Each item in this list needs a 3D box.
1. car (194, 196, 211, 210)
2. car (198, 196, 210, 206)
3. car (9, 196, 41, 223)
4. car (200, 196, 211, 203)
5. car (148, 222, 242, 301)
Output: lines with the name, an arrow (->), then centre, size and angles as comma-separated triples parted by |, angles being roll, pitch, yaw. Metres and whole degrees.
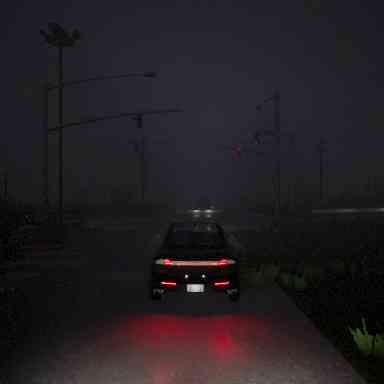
car -> 1.422, 1.491, 42.909 | 1.812, 1.442, 4.674 | 0, 0, 3
car -> 1.955, 1.443, 53.313 | 1.882, 1.535, 5.008 | 0, 0, 3
car -> -14.008, 1.221, 24.074 | 5.566, 2.045, 2.150 | 0, 0, 1
car -> 2.700, 1.529, 66.664 | 1.994, 1.385, 4.181 | 0, 0, 4
car -> 0.079, 1.492, 8.323 | 2.128, 1.511, 4.902 | 0, 0, 0
